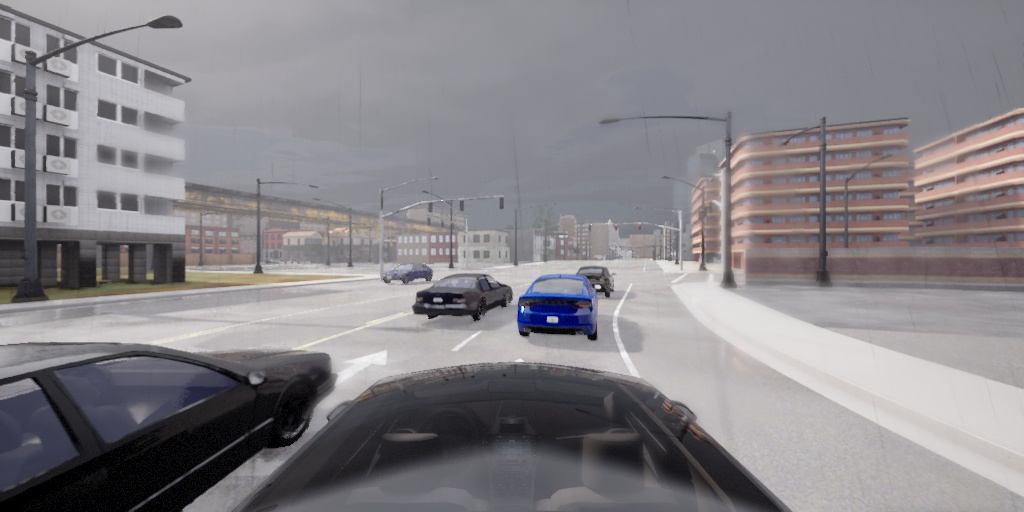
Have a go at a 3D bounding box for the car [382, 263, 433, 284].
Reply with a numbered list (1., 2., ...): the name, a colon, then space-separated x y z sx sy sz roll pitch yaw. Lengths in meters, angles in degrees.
1. car: -7.721 1.240 27.145 1.812 1.442 4.674 0 0 21

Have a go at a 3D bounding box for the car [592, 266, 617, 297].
1. car: 4.394 1.290 19.162 1.837 1.490 4.892 0 0 19

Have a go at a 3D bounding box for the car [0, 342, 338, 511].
1. car: -3.222 1.298 2.189 2.033 1.411 5.357 0 0 1

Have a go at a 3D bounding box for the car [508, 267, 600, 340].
1. car: 1.474 1.244 10.237 1.882 1.535 5.008 0 0 14

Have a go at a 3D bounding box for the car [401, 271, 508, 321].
1. car: -1.464 1.319 12.743 2.033 1.411 5.357 0 0 15
